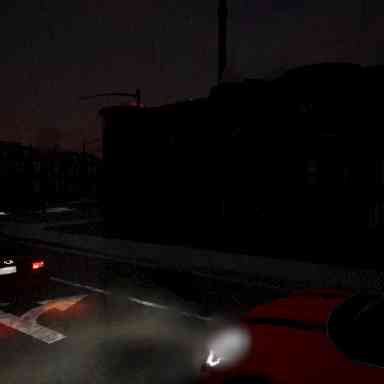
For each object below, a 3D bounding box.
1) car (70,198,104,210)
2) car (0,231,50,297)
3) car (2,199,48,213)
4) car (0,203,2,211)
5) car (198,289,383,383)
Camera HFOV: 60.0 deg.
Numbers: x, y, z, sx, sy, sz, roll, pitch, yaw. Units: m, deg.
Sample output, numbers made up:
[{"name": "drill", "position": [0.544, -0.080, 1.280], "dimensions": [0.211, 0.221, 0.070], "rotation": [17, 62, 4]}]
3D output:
[{"name": "car", "position": [-13.294, 1.601, 44.354], "dimensions": [1.895, 1.301, 4.718], "rotation": [0, 0, 36]}, {"name": "car", "position": [-5.505, 1.547, 7.891], "dimensions": [5.357, 1.411, 2.033], "rotation": [0, 0, 37]}, {"name": "car", "position": [-18.362, 1.564, 37.273], "dimensions": [1.994, 1.385, 4.181], "rotation": [0, 0, 36]}, {"name": "car", "position": [-20.876, 1.547, 39.782], "dimensions": [2.033, 1.411, 5.357], "rotation": [0, 0, 36]}, {"name": "car", "position": [2.247, 1.352, 2.394], "dimensions": [4.553, 1.767, 2.097], "rotation": [0, 0, 36]}]
